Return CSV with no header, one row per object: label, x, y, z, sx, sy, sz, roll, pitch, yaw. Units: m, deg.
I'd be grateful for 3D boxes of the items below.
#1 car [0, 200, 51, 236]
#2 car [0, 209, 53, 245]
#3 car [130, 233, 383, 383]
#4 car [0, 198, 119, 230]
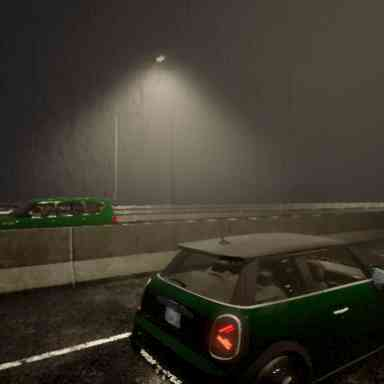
car,-10.333,1.371,18.106,4.553,1.767,2.097,1,0,-35
car,-8.886,1.537,14.841,4.674,1.442,1.812,1,0,-35
car,1.517,1.394,4.813,4.553,1.767,2.097,1,0,-35
car,-5.606,1.250,12.882,5.566,2.045,2.150,1,0,-35
